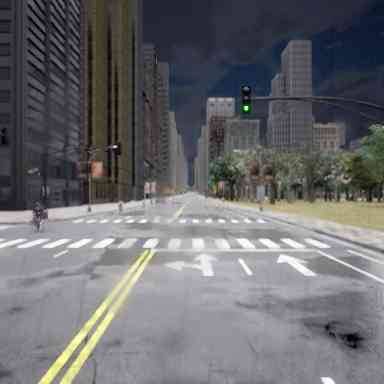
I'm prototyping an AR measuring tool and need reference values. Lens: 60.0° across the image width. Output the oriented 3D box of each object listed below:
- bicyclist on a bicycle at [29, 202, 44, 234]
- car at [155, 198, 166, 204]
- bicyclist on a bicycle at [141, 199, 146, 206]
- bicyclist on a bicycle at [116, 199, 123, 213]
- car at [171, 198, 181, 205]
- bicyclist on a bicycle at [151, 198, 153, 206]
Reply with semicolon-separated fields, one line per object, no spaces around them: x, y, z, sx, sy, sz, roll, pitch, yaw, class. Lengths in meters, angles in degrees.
-8.745;1.443;18.712;0.659;1.776;1.843;0;0;0;bicyclist on a bicycle
-6.493;1.856;69.263;2.033;1.411;5.357;0;-1;0;car
-8.602;1.990;58.991;0.866;1.612;1.509;0;-1;0;bicyclist on a bicycle
-8.653;1.714;40.145;0.866;1.612;1.509;0;-1;1;bicyclist on a bicycle
-3.243;1.925;69.232;1.895;1.301;4.718;0;-1;0;car
-8.744;2.197;72.297;0.582;1.620;1.656;0;0;0;bicyclist on a bicycle
